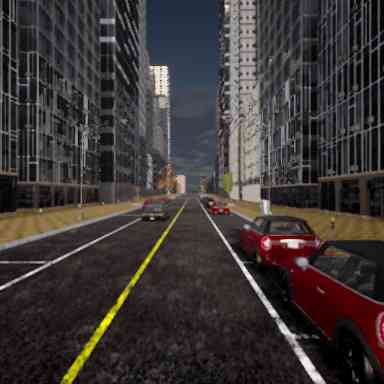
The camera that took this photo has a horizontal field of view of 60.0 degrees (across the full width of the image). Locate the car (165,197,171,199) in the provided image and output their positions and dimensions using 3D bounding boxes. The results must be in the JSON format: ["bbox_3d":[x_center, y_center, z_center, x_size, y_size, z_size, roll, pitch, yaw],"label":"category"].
[{"bbox_3d":[-5.548,1.595,62.148,1.887,1.381,4.507,0,0,0],"label":"car"}]

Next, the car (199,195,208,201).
[{"bbox_3d":[2.885,1.485,84.890,1.967,1.590,4.097,0,0,0],"label":"car"}]

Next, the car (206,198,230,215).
[{"bbox_3d":[2.769,1.585,33.660,1.887,1.381,4.507,0,0,0],"label":"car"}]

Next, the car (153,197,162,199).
[{"bbox_3d":[-5.586,1.591,45.069,1.887,1.381,4.507,0,0,0],"label":"car"}]

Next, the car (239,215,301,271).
[{"bbox_3d":[2.717,1.456,10.889,1.967,1.590,4.097,0,0,0],"label":"car"}]

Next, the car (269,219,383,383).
[{"bbox_3d":[2.704,1.448,5.197,1.967,1.590,4.097,0,0,0],"label":"car"}]

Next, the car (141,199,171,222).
[{"bbox_3d":[-2.932,1.583,27.280,2.033,1.411,5.357,0,0,0],"label":"car"}]

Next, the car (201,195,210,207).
[{"bbox_3d":[2.807,1.614,50.736,1.947,1.339,4.313,0,0,0],"label":"car"}]

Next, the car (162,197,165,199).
[{"bbox_3d":[-5.574,1.630,50.763,1.802,1.307,4.206,0,0,0],"label":"car"}]

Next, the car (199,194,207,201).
[{"bbox_3d":[2.833,1.616,62.121,1.947,1.339,4.313,0,0,0],"label":"car"}]

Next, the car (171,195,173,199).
[{"bbox_3d":[-5.535,1.616,67.840,1.947,1.339,4.313,0,0,0],"label":"car"}]

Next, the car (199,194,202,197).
[{"bbox_3d":[2.859,1.615,73.505,1.947,1.339,4.313,0,0,0],"label":"car"}]

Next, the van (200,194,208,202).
[{"bbox_3d":[2.872,1.388,79.199,1.690,1.788,3.998,0,0,0],"label":"van"}]
